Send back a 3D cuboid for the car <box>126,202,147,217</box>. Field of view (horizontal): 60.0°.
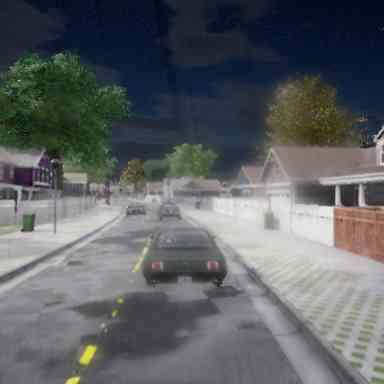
[{"bbox_3d":[-5.548,1.740,33.440,1.994,1.385,4.181,0,0,-9],"label":"car"}]

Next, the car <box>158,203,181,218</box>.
[{"bbox_3d":[-2.074,1.707,30.112,2.033,1.411,5.357,0,0,-8],"label":"car"}]

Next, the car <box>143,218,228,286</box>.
[{"bbox_3d":[-0.240,1.650,9.495,1.895,1.301,4.718,0,0,-2],"label":"car"}]
